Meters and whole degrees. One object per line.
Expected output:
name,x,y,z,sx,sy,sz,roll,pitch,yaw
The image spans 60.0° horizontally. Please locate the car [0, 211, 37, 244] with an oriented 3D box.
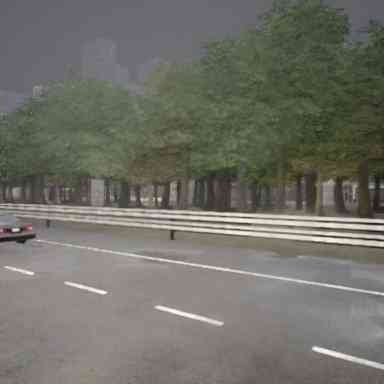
car,-8.983,1.549,14.576,5.357,1.411,2.033,0,0,36
